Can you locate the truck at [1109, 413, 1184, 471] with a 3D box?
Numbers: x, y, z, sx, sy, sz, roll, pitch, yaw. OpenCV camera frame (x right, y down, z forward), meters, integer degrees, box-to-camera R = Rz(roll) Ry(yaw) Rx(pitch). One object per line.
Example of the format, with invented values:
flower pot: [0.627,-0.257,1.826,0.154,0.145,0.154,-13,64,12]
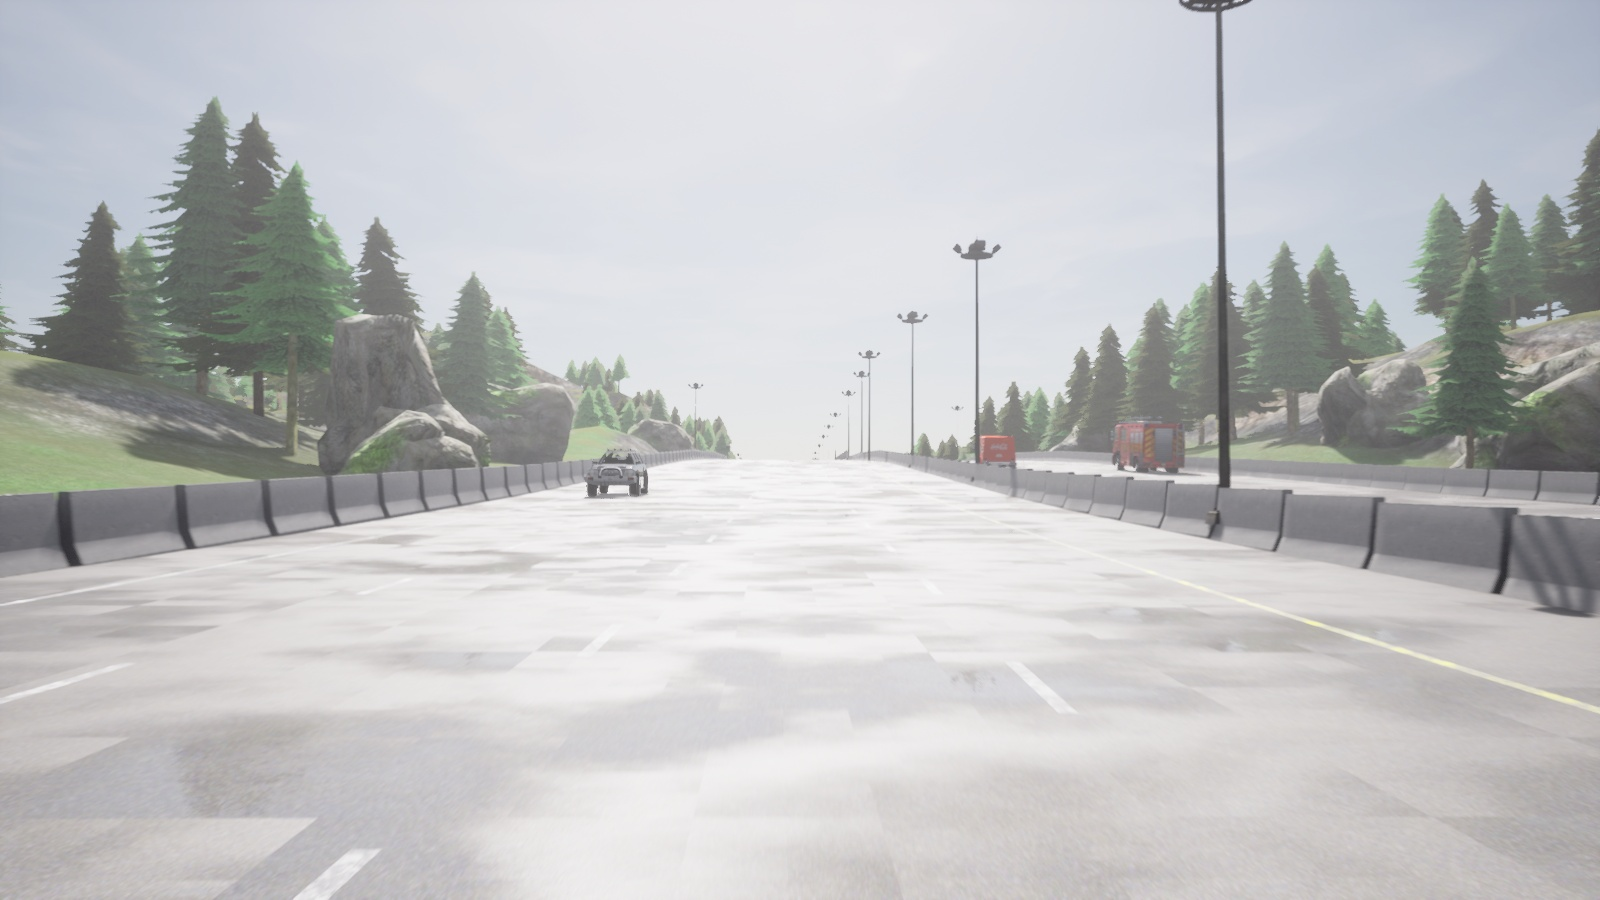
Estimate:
truck: [24.273,-0.589,88.419,2.891,3.827,8.468,0,1,0]

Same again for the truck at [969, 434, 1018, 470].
truck: [13.773,0.117,89.654,2.627,2.467,5.204,0,1,0]

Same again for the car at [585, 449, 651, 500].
car: [-7.124,0.919,49.441,1.932,1.855,4.605,0,0,0]
